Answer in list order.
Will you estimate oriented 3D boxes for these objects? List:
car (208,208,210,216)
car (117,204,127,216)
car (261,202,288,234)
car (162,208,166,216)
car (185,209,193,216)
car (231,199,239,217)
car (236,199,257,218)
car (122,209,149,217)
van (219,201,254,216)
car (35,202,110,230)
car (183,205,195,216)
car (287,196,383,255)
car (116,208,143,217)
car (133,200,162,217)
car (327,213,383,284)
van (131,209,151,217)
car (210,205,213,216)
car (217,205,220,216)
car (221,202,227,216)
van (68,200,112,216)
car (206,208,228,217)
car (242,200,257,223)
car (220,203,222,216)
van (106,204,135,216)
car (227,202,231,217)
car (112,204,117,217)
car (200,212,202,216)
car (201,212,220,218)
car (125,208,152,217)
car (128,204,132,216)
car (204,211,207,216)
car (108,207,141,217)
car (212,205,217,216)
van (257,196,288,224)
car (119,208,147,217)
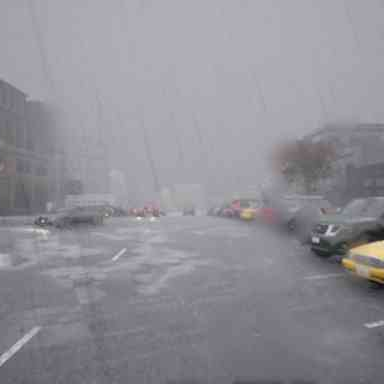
[{"bbox_3d":[5.954,3.414,57.979,4.892,1.521,2.231,2,-5,-21],"label":"car"},{"bbox_3d":[-11.624,2.161,42.623,5.566,2.045,2.435,0,-4,-21],"label":"car"},{"bbox_3d":[6.372,1.412,17.023,4.892,1.521,2.231,1,-1,-20],"label":"car"},{"bbox_3d":[-5.501,3.537,58.495,2.033,1.411,5.357,0,-4,0],"label":"car"},{"bbox_3d":[-0.757,4.567,74.398,1.837,1.490,4.892,0,-5,-1],"label":"car"},{"bbox_3d":[6.316,1.669,28.714,4.892,1.521,2.231,2,-2,-20],"label":"car"},{"bbox_3d":[6.503,1.575,25.862,5.366,1.575,1.946,1,-2,-20],"label":"car"},{"bbox_3d":[-12.290,4.583,72.366,5.366,1.575,1.946,1,-5,-21],"label":"car"},{"bbox_3d":[6.239,2.389,46.330,4.442,1.987,1.878,2,-4,-21],"label":"van"},{"bbox_3d":[-7.529,1.527,20.773,1.994,1.385,4.181,2,-1,30],"label":"car"},{"bbox_3d":[-0.558,3.619,63.997,2.150,2.045,5.566,0,-4,-1],"label":"car"},{"bbox_3d":[6.381,1.152,11.143,5.566,2.045,2.435,1,0,-20],"label":"car"},{"bbox_3d":[-11.921,3.901,63.498,4.792,1.488,2.163,1,-5,-21],"label":"car"},{"bbox_3d":[-5.315,1.994,40.393,2.150,2.045,5.566,0,-3,-1],"label":"car"},{"bbox_3d":[6.236,1.418,8.154,5.366,1.575,1.946,1,1,-20],"label":"car"},{"bbox_3d":[-12.417,5.137,81.352,4.442,1.987,1.878,1,-5,-21],"label":"van"},{"bbox_3d":[5.976,3.076,55.057,4.553,1.767,2.185,2,-5,-21],"label":"car"},{"bbox_3d":[6.168,2.464,43.342,4.674,1.452,2.002,2,-4,-21],"label":"car"},{"bbox_3d":[6.203,2.101,37.480,4.792,1.488,2.163,2,-3,-21],"label":"car"},{"bbox_3d":[-11.466,1.829,36.670,4.442,1.987,1.878,1,-3,-21],"label":"van"},{"bbox_3d":[5.609,4.669,75.532,4.553,1.767,2.185,3,-6,-21],"label":"car"},{"bbox_3d":[6.358,1.501,22.868,4.892,1.521,2.231,1,-1,-20],"label":"car"},{"bbox_3d":[6.203,2.284,40.408,4.674,1.452,2.002,2,-3,-21],"label":"car"},{"bbox_3d":[-11.697,2.983,54.596,4.442,1.987,1.878,1,-5,-21],"label":"van"},{"bbox_3d":[6.293,1.783,31.639,5.008,1.535,2.097,2,-3,-20],"label":"car"},{"bbox_3d":[-11.640,2.101,39.600,4.553,1.767,2.185,0,-4,-21],"label":"car"},{"bbox_3d":[5.438,5.563,84.294,5.008,1.535,2.097,3,-6,-21],"label":"car"},{"bbox_3d":[5.237,6.352,93.061,5.008,1.535,2.097,3,-5,-21],"label":"car"},{"bbox_3d":[-12.204,4.591,75.422,5.566,2.045,2.435,1,-5,-21],"label":"car"},{"bbox_3d":[-11.712,2.836,48.560,4.674,1.452,2.002,1,-4,-21],"label":"car"},{"bbox_3d":[5.891,3.601,63.866,5.566,2.045,2.435,3,-5,-21],"label":"car"},{"bbox_3d":[-11.677,3.422,57.590,5.366,1.575,1.946,1,-5,-21],"label":"car"},{"bbox_3d":[6.096,2.801,49.202,5.008,1.535,2.097,2,-4,-21],"label":"car"},{"bbox_3d":[6.478,1.222,19.990,4.442,1.987,1.878,1,-2,-20],"label":"van"},{"bbox_3d":[-11.830,4.103,66.536,5.366,1.575,1.946,1,-5,-21],"label":"car"}]
